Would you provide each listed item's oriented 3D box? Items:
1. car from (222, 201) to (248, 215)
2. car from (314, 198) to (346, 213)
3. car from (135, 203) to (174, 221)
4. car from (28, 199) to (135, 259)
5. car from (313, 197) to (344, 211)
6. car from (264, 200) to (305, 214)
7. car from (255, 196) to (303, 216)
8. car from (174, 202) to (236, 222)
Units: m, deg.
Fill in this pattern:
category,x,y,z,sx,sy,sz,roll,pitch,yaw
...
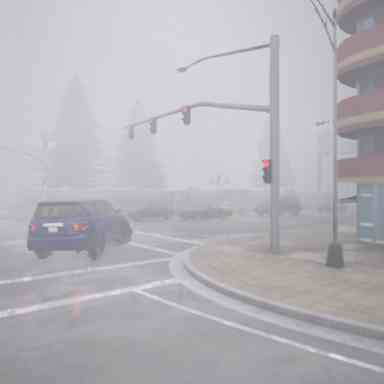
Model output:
category,x,y,z,sx,sy,sz,roll,pitch,yaw
car,3.593,1.676,34.466,5.008,1.535,1.882,0,0,-38
car,17.030,1.770,40.522,4.674,1.442,1.812,0,0,-38
car,-3.672,1.690,28.754,4.674,1.442,1.812,0,0,-38
car,-4.135,1.282,13.066,2.150,2.045,5.566,-2,0,4
car,19.121,1.624,46.579,4.553,1.767,2.097,0,0,-38
car,11.332,1.782,40.519,5.357,1.411,2.033,0,0,-38
car,8.894,1.428,34.170,5.566,2.045,2.150,0,0,-38
car,1.134,1.770,28.095,4.718,1.301,1.895,0,0,-38
